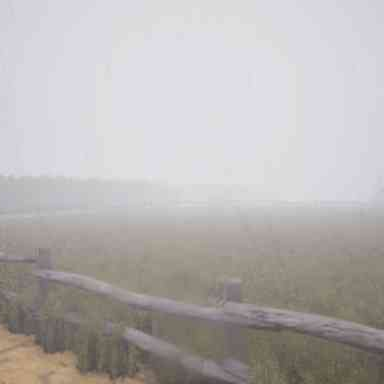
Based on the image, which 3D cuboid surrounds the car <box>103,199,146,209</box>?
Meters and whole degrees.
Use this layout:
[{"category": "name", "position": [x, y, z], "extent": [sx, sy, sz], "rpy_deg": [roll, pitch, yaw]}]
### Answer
[{"category": "car", "position": [-7.486, 1.512, 37.334], "extent": [2.033, 1.411, 5.357], "rpy_deg": [0, 0, 36]}]

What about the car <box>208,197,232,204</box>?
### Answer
[{"category": "car", "position": [4.123, 1.459, 48.103], "extent": [2.128, 1.511, 4.902], "rpy_deg": [0, 0, 36]}]
